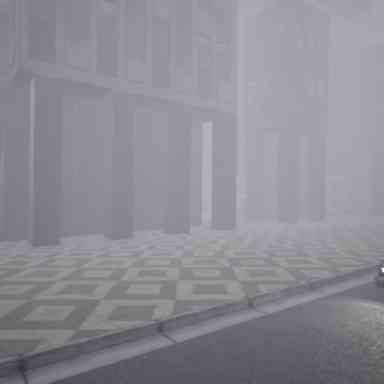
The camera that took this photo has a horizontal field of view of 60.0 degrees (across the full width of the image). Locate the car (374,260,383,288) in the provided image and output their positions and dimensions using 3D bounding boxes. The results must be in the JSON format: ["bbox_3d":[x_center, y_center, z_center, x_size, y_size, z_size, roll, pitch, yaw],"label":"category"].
[{"bbox_3d":[6.490,1.550,7.909,5.357,1.411,2.033,0,0,-36],"label":"car"}]
